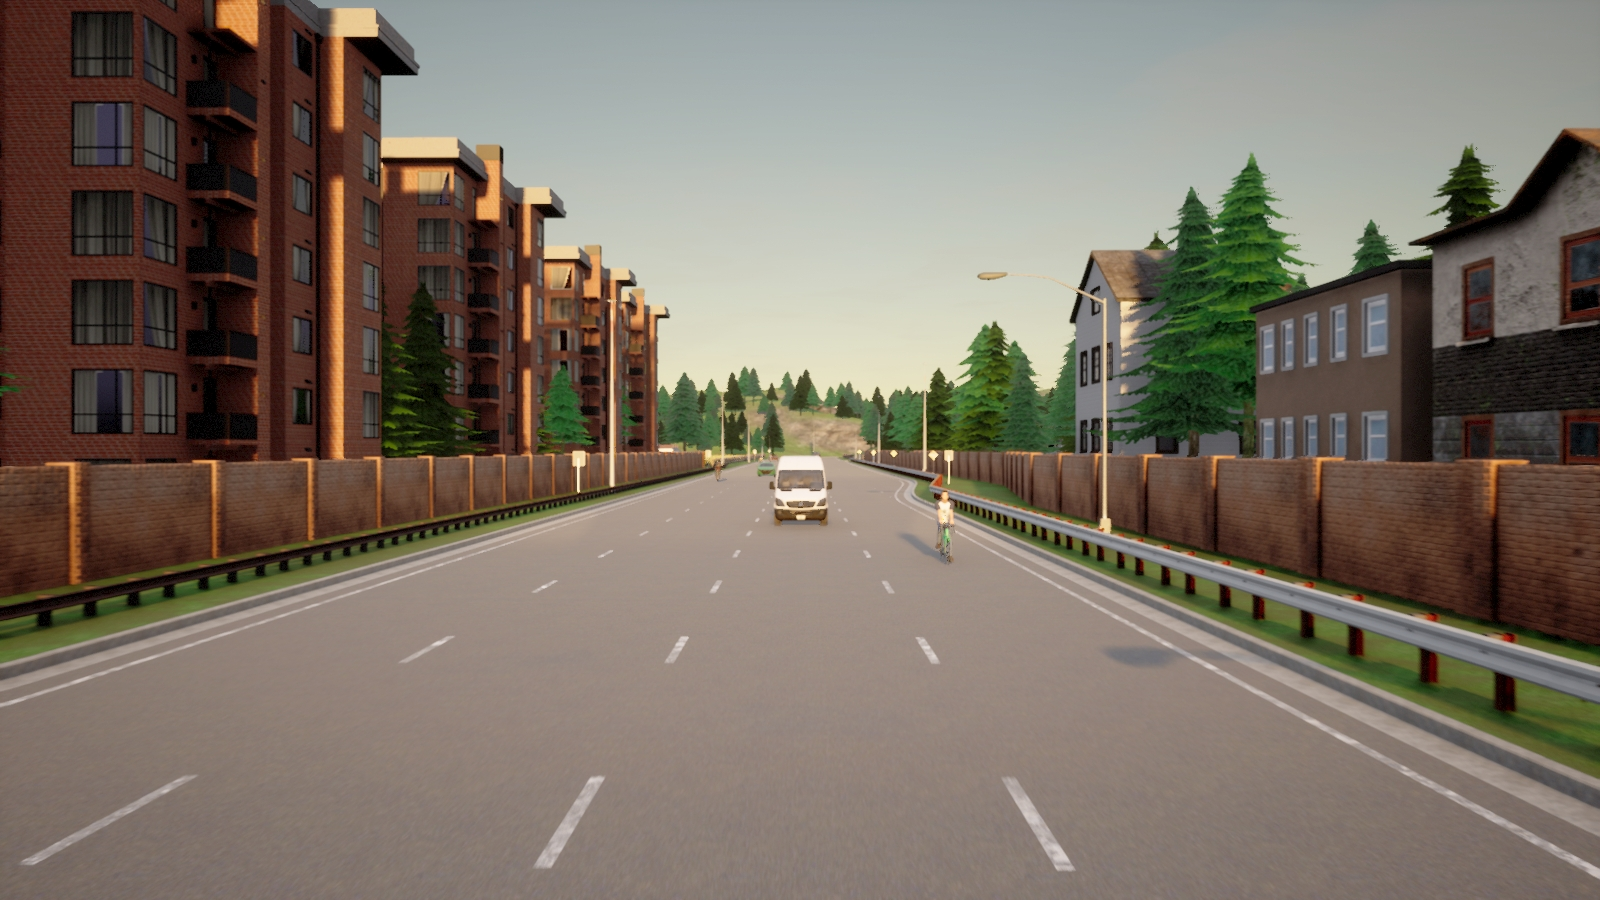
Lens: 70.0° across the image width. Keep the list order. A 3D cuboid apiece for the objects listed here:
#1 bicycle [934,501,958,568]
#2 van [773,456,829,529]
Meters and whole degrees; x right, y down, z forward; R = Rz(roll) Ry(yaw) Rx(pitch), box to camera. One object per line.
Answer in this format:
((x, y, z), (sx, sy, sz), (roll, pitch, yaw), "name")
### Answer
((3.545, 2.038, 27.841), (0.373, 1.496, 1.643), (0, 0, 0), "bicycle")
((0.041, 1.507, 43.348), (1.988, 2.561, 5.915), (0, 0, 0), "van")
